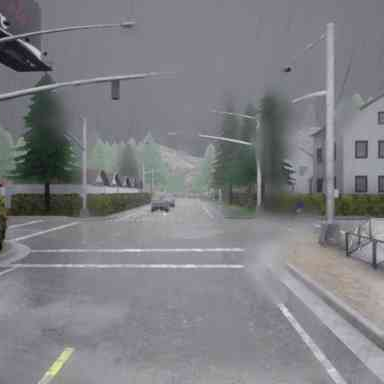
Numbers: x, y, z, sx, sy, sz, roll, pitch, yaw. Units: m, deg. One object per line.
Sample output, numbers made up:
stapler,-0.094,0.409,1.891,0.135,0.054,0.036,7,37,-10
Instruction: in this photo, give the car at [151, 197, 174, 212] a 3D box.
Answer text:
car,-3.553,1.545,38.420,2.033,1.411,5.357,0,0,0
